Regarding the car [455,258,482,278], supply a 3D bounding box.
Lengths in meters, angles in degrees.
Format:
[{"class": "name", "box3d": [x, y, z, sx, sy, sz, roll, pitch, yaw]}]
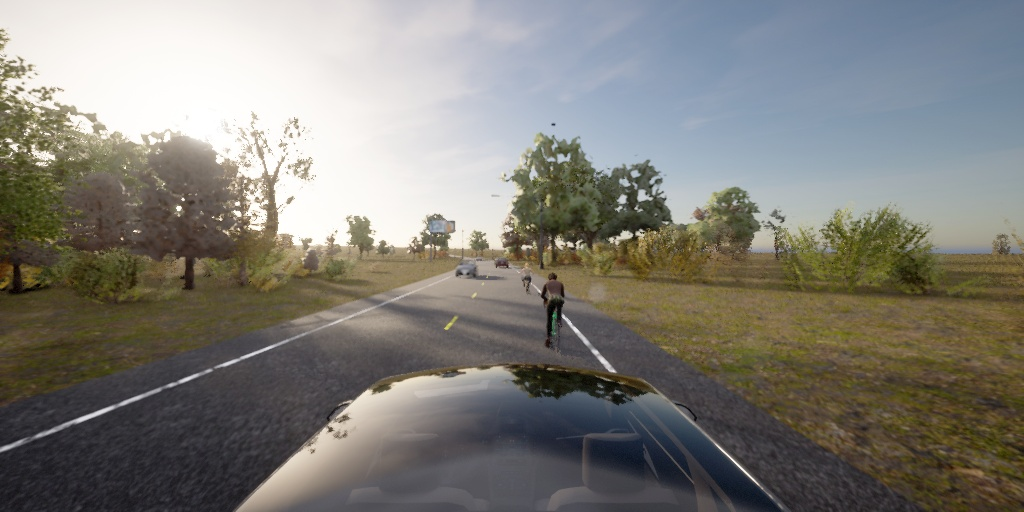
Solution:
[{"class": "car", "box3d": [-4.163, 1.218, 33.414, 2.128, 1.511, 4.902, 0, 0, -2]}]

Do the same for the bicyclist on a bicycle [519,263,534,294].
[{"class": "bicyclist on a bicycle", "box3d": [0.783, 1.176, 19.072, 0.866, 1.612, 1.509, 0, 0, -1]}]

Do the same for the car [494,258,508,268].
[{"class": "car", "box3d": [-1.719, 1.038, 60.191, 2.097, 1.767, 4.553, 0, 0, -3]}]

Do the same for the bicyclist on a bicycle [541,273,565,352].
[{"class": "bicyclist on a bicycle", "box3d": [0.923, 1.200, 7.976, 0.582, 1.620, 1.656, 0, 0, 0]}]
